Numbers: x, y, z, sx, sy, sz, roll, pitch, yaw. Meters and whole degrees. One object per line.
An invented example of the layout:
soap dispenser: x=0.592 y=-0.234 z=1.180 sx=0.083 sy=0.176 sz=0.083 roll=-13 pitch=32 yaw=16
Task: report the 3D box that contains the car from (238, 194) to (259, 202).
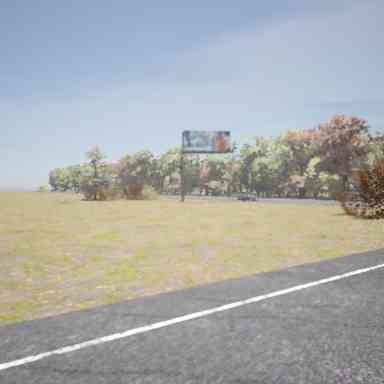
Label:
car: x=11.642 y=1.211 z=68.855 sx=2.128 sy=1.511 sz=4.902 roll=0 pitch=0 yaw=-34
